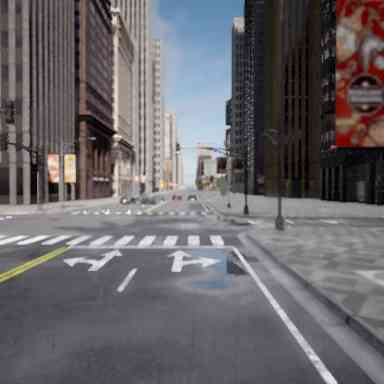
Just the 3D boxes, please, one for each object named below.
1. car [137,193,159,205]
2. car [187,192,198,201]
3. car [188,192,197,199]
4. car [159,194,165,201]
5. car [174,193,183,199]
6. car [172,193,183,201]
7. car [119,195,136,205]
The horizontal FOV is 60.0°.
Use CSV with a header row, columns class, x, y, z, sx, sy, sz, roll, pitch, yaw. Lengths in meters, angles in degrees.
class,x,y,z,sx,sy,sz,roll,pitch,yaw
car,-6.527,1.232,50.286,1.994,1.385,4.181,0,0,0
car,0.058,1.021,68.919,1.837,1.490,4.892,0,0,0
car,0.067,0.838,79.336,2.128,1.511,4.902,0,0,0
car,-6.443,1.096,65.835,2.033,1.411,5.357,0,1,0
car,-3.183,0.908,79.369,1.895,1.301,4.718,0,0,0
car,-3.192,1.040,69.304,1.812,1.442,4.674,0,0,0
car,-9.776,1.158,50.653,2.128,1.511,4.902,0,0,0
